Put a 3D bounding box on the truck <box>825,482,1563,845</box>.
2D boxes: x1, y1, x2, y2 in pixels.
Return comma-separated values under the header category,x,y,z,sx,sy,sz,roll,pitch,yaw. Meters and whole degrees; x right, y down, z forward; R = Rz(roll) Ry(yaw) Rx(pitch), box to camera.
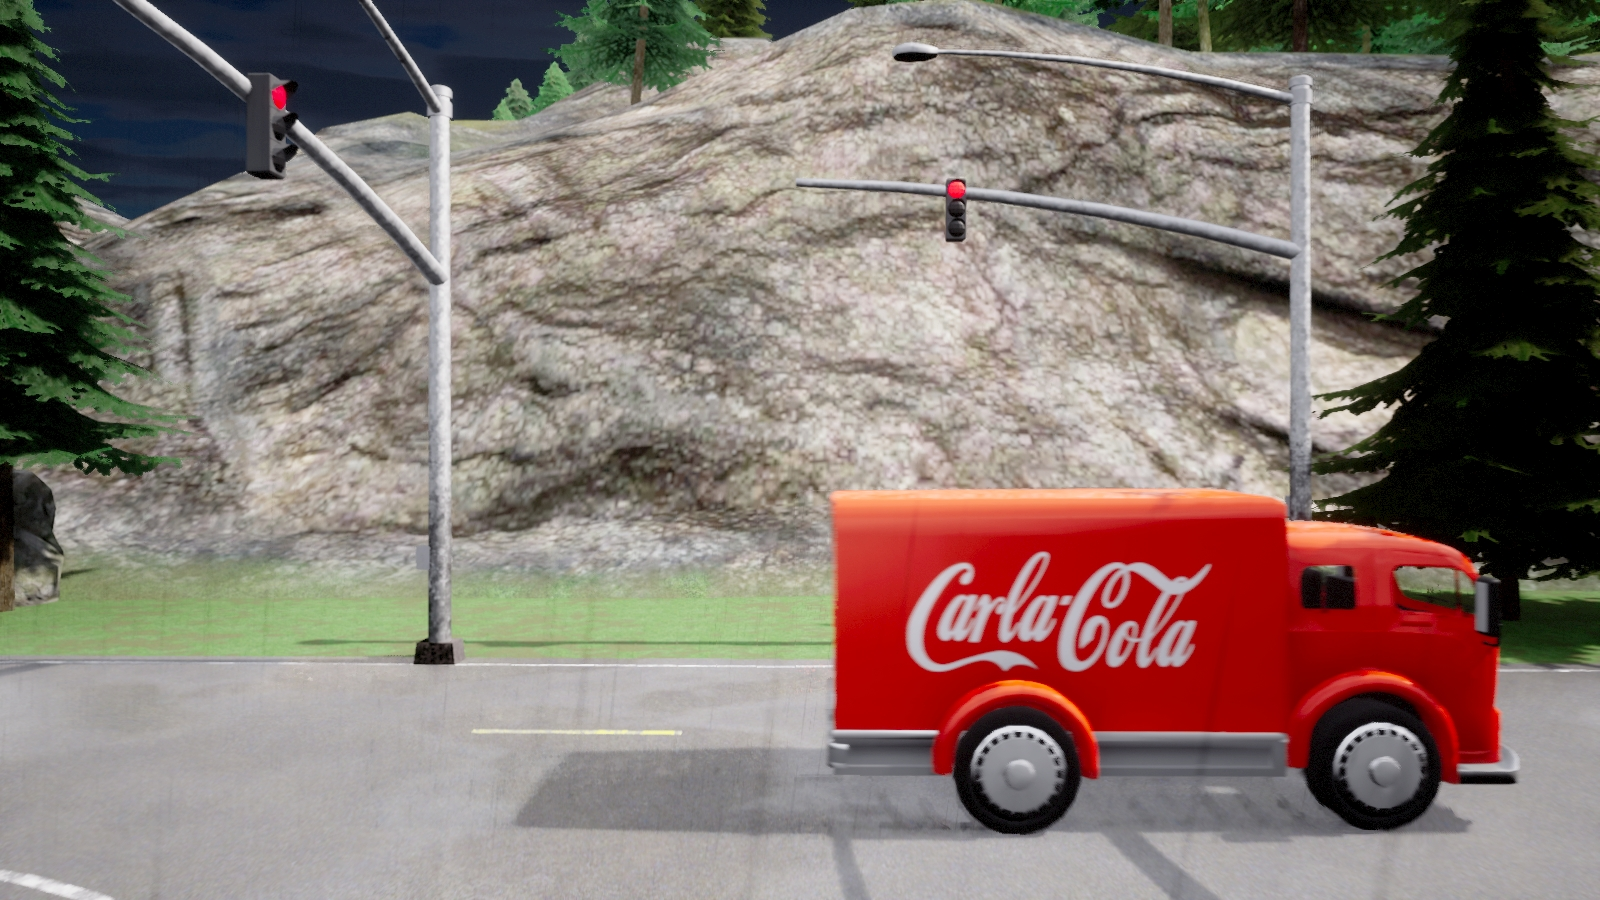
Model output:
category,x,y,z,sx,sy,sz,roll,pitch,yaw
truck,2.821,1.547,9.453,5.204,2.467,2.627,0,0,2
